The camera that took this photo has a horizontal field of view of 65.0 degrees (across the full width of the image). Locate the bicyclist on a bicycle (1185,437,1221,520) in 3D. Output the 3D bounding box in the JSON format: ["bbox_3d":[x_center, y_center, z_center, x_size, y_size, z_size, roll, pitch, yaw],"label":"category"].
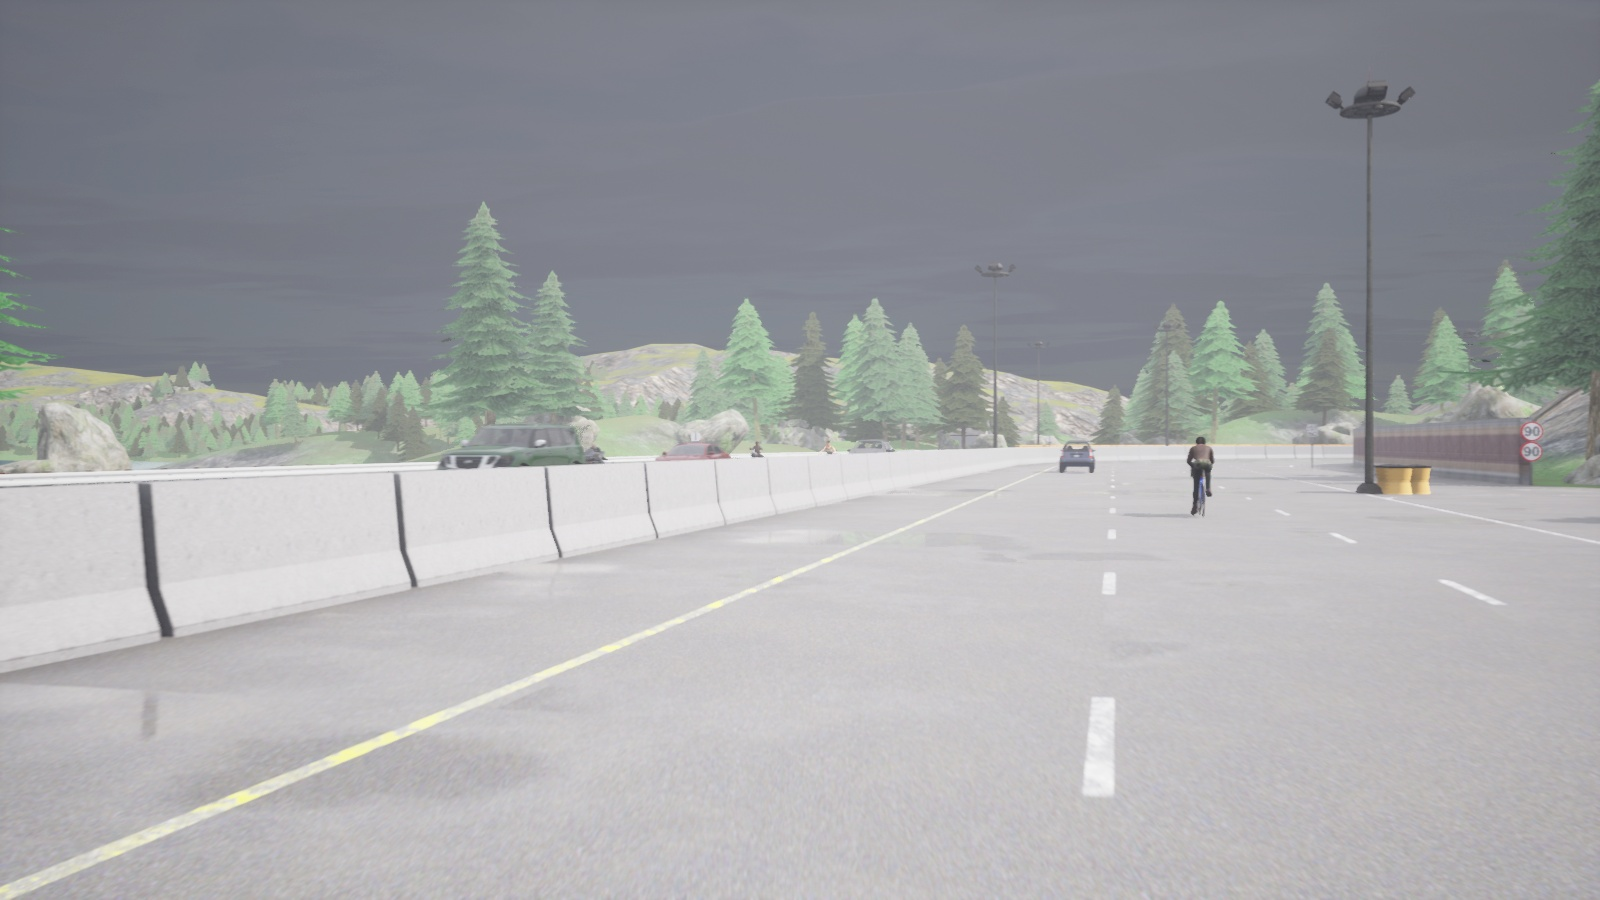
[{"bbox_3d":[8.182,0.562,25.529,0.582,1.620,1.656,0,0,14],"label":"bicyclist on a bicycle"}]

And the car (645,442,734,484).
[{"bbox_3d":[-4.174,0.449,48.280,1.882,1.535,5.008,0,0,14],"label":"car"}]

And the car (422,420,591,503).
[{"bbox_3d":[-7.762,0.268,33.904,2.150,2.045,5.566,0,0,14],"label":"car"}]

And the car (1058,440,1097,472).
[{"bbox_3d":[14.260,0.293,64.328,1.851,1.617,3.988,0,0,14],"label":"car"}]

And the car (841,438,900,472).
[{"bbox_3d":[3.698,0.224,65.366,2.242,1.667,4.611,0,1,14],"label":"car"}]

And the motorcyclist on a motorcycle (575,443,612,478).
[{"bbox_3d":[-9.309,0.455,56.637,0.866,1.530,2.191,0,0,14],"label":"motorcyclist on a motorcycle"}]
